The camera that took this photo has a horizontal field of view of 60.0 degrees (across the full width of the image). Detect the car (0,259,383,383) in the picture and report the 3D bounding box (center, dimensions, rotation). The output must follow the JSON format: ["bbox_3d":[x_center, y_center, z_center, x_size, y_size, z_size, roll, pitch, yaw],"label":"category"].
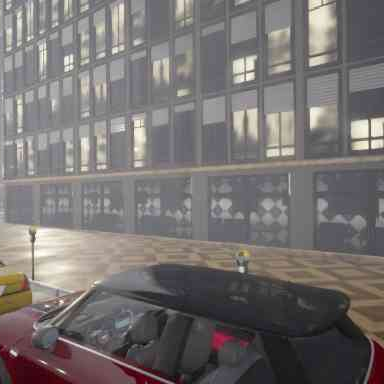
[{"bbox_3d":[-0.366,1.441,3.156,4.097,1.590,1.967,0,-1,36],"label":"car"}]
